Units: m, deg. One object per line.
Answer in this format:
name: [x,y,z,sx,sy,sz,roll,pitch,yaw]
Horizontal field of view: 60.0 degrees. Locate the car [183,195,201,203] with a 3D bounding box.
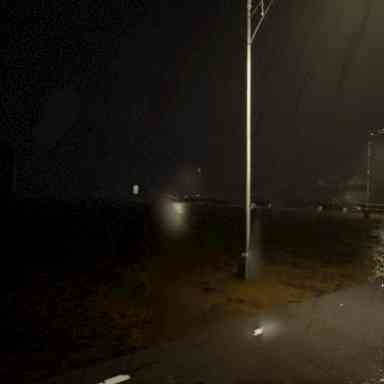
car: [0.459,1.320,63.135,2.033,1.411,5.357,2,-1,-35]

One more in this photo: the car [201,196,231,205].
car: [3.972,1.339,51.821,1.895,1.301,4.718,2,-1,-35]

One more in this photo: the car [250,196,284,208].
car: [9.745,1.343,43.679,1.837,1.490,4.892,2,-1,-35]

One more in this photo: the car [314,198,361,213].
car: [15.504,1.458,35.567,1.837,1.490,4.892,2,-1,-35]

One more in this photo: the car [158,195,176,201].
car: [-5.537,1.305,71.505,1.895,1.301,4.718,2,-1,-35]
